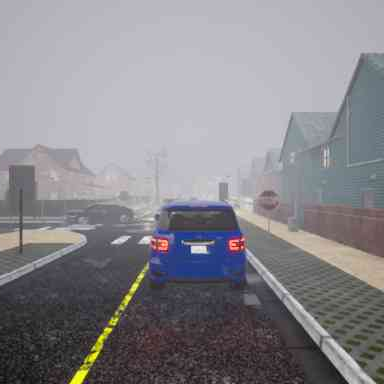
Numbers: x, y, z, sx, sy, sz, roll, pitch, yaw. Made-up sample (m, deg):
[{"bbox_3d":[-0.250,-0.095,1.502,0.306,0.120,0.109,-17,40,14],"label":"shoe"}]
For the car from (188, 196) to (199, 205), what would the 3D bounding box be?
[{"bbox_3d":[0.233,1.554,59.796,1.812,1.442,4.674,0,0,0],"label":"car"}]

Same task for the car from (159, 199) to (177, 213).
[{"bbox_3d":[-2.755,1.540,38.933,1.812,1.442,4.674,0,0,0],"label":"car"}]

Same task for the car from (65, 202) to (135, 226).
[{"bbox_3d":[-6.485,1.532,23.705,4.892,1.490,1.837,0,2,-36],"label":"car"}]

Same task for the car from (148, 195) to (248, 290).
[{"bbox_3d":[0.109,1.224,9.213,2.150,2.045,5.566,0,0,-1],"label":"car"}]

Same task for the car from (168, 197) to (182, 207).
[{"bbox_3d":[-2.694,1.572,54.184,2.033,1.411,5.357,0,0,0],"label":"car"}]
